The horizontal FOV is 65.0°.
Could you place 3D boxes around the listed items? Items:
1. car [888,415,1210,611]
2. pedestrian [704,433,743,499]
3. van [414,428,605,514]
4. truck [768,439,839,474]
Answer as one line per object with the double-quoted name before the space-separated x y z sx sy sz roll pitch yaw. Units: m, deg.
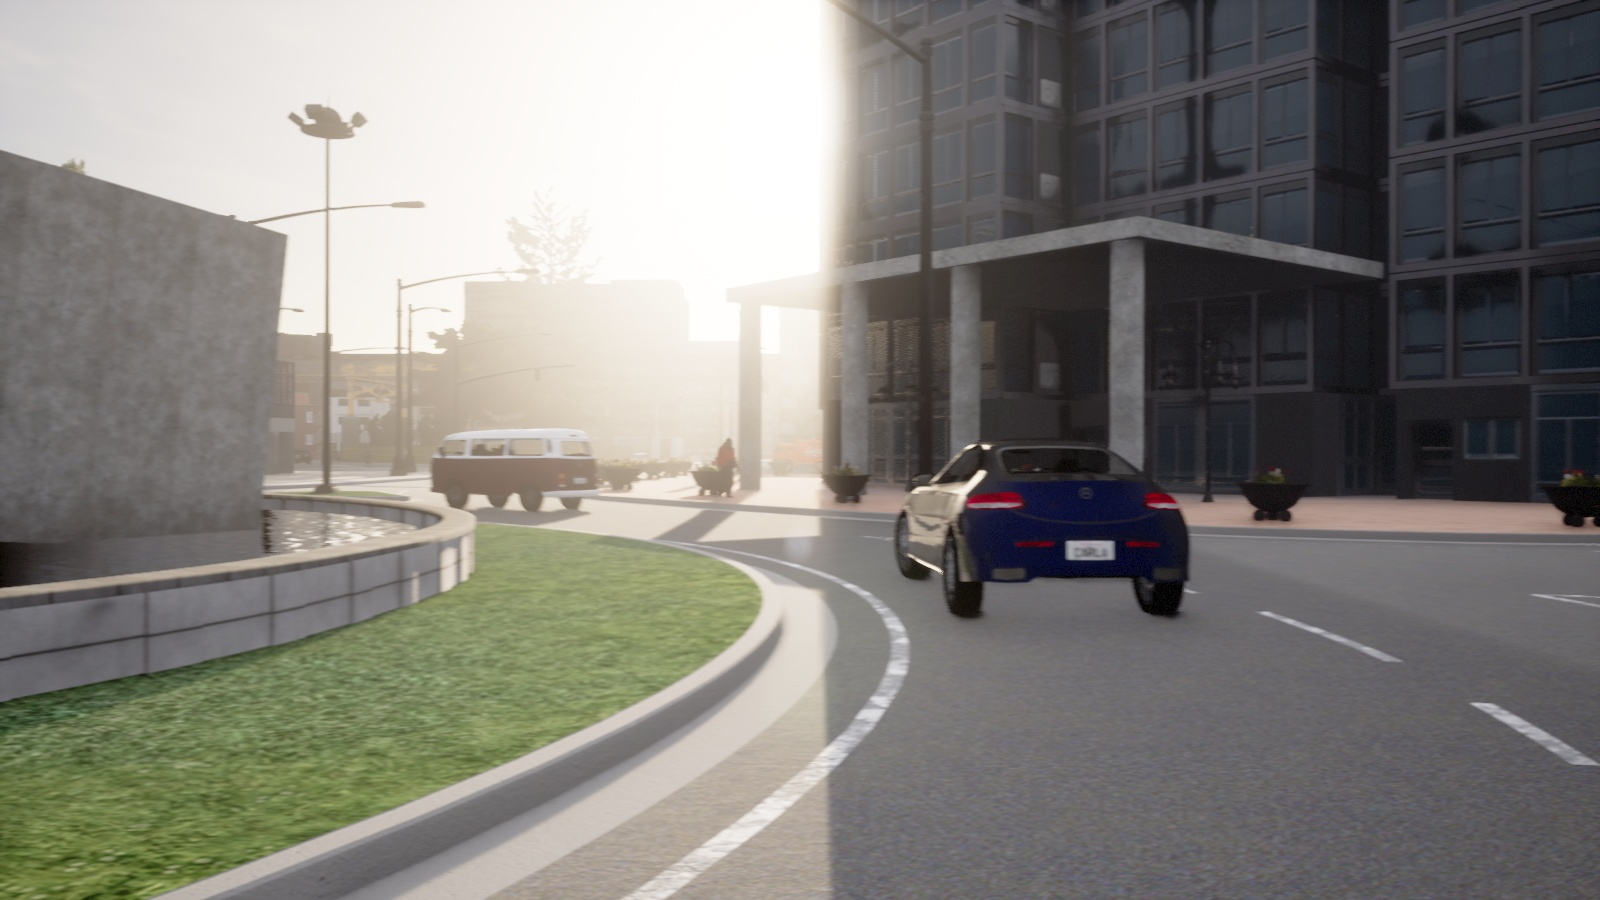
"car" 2.289 0.536 13.134 2.152 1.651 5.027 0 0 -3
"pedestrian" -2.149 0.447 35.457 0.899 1.844 0.634 0 0 35
"van" -7.365 0.518 31.783 4.480 2.038 2.069 0 0 29
"truck" 0.285 0.485 94.734 5.204 2.467 2.627 1 0 2
